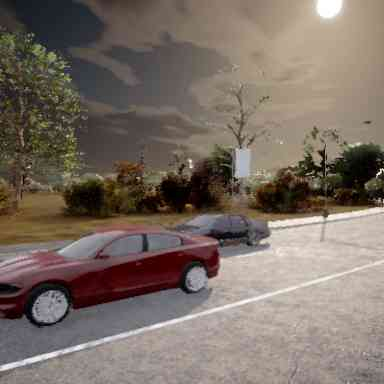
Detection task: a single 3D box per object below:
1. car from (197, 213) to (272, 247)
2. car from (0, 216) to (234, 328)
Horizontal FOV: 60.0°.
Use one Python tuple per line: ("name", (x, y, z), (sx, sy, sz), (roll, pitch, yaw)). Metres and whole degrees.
("car", (0.982, 1.572, 13.570), (5.357, 1.411, 2.033), (0, 0, -38))
("car", (-1.618, 1.496, 7.241), (5.008, 1.535, 1.882), (0, 0, -37))
